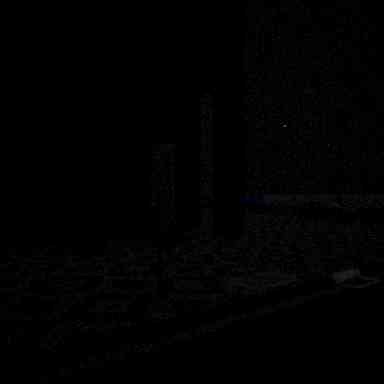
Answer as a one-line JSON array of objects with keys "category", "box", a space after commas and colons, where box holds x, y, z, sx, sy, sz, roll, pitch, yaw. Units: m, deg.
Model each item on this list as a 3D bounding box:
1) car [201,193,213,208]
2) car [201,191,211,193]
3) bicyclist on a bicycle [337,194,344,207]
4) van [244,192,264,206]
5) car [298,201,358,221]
[{"category": "car", "box": [0.539, 1.120, 38.218, 1.887, 1.381, 4.507, 1, 0, -35]}, {"category": "car", "box": [1.146, 0.740, 52.050, 2.192, 1.841, 5.009, 1, 0, -35]}, {"category": "bicyclist on a bicycle", "box": [16.074, 1.002, 36.215, 1.656, 1.620, 0.582, 0, 1, -36]}, {"category": "van", "box": [7.487, 0.904, 43.161, 1.690, 1.788, 3.998, 1, 0, -35]}, {"category": "car", "box": [10.050, 1.348, 24.886, 2.008, 1.369, 4.403, 1, 0, -35]}]
